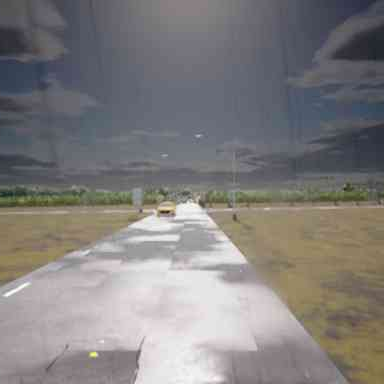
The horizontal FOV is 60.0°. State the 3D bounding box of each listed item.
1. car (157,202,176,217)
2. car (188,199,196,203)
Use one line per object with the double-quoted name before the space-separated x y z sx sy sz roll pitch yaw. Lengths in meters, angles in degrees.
"car" -2.798 1.893 37.336 1.882 1.535 5.008 0 -1 1
"car" -0.014 2.616 93.957 2.097 1.767 4.553 0 -1 0
